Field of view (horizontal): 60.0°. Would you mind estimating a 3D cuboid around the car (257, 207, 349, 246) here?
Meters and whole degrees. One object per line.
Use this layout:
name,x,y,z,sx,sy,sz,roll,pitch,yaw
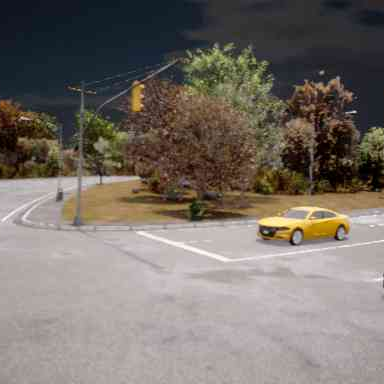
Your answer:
car,5.196,1.447,15.346,5.008,1.535,1.882,1,1,-33
